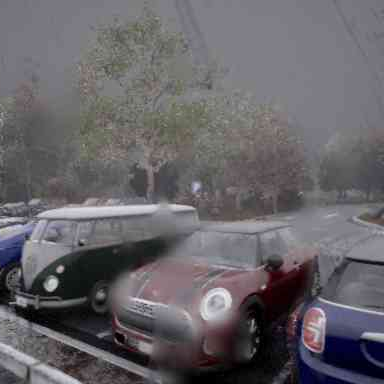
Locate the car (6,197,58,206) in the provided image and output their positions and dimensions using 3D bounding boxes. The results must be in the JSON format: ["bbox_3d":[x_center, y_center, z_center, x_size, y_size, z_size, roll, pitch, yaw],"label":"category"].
[{"bbox_3d":[-14.723,1.560,32.978,2.435,2.045,5.566,-1,-1,35],"label":"car"}]

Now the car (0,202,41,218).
[{"bbox_3d":[-19.260,1.915,36.199,2.163,1.488,4.792,-1,-1,35],"label":"car"}]

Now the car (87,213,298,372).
[{"bbox_3d":[0.730,1.379,6.031,2.185,1.767,4.553,-1,0,35],"label":"car"}]

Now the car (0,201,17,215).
[{"bbox_3d":[-23.892,1.958,39.298,1.946,1.575,5.366,-1,-1,35],"label":"car"}]

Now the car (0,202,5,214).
[{"bbox_3d":[-26.055,2.039,41.060,2.002,1.452,4.674,-1,-1,35],"label":"car"}]

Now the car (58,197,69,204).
[{"bbox_3d":[-7.912,1.462,28.139,2.435,2.045,5.566,-1,0,35],"label":"car"}]

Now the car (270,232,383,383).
[{"bbox_3d":[2.979,1.350,4.357,2.185,1.767,4.553,-1,0,35],"label":"car"}]

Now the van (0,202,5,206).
[{"bbox_3d":[-10.783,1.425,14.027,1.878,1.987,4.442,-1,0,35],"label":"van"}]

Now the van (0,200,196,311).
[{"bbox_3d":[-1.642,1.308,7.535,1.878,1.987,4.442,-1,0,35],"label":"van"}]

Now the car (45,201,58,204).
[{"bbox_3d":[-10.264,1.786,29.842,2.002,1.452,4.674,-1,0,35],"label":"car"}]

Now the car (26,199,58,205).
[{"bbox_3d":[-12.435,1.777,31.381,2.097,1.535,5.008,-1,-1,35],"label":"car"}]

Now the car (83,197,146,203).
[{"bbox_3d":[-5.741,1.434,26.598,2.435,2.045,5.566,-1,0,35],"label":"car"}]

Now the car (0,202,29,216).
[{"bbox_3d":[-21.516,1.923,37.831,2.097,1.535,5.008,-1,-1,35],"label":"car"}]
